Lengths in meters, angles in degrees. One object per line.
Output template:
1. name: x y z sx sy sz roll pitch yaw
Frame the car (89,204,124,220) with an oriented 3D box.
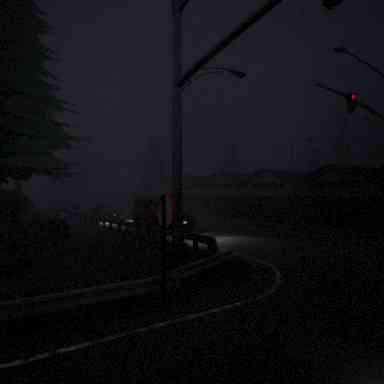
1. car: -7.651 1.755 29.695 1.994 1.385 4.181 0 0 -35

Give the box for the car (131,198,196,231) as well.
1. car: -1.995 1.413 21.567 2.150 2.045 5.566 0 0 -35

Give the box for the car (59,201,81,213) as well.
1. car: -14.716 1.735 39.833 2.033 1.411 5.357 0 0 -29
